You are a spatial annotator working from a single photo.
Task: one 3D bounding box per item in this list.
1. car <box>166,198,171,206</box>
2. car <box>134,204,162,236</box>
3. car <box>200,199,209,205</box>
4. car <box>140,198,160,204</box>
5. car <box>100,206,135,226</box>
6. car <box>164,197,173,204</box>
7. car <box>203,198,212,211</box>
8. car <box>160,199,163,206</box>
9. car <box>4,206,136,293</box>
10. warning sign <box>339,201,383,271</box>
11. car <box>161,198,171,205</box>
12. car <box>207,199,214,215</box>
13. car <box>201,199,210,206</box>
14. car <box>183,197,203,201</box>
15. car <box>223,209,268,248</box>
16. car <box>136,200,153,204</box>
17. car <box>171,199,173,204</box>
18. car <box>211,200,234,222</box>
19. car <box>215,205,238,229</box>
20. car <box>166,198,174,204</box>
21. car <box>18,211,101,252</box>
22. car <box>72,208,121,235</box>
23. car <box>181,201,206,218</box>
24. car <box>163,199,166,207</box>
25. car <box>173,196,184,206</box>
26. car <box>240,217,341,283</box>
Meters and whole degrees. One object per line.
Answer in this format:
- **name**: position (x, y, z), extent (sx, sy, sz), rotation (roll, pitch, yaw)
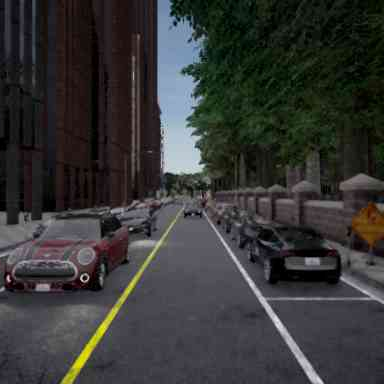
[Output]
- **car**: position (-5.750, 1.978, 64.271), extent (1.967, 1.590, 4.097), rotation (0, -1, 0)
- **car**: position (-3.086, 1.666, 19.460), extent (1.837, 1.490, 4.892), rotation (0, 0, 0)
- **car**: position (2.777, 2.199, 75.184), extent (1.947, 1.339, 4.313), rotation (0, -1, 0)
- **car**: position (-5.754, 1.665, 42.444), extent (2.192, 1.841, 5.009), rotation (0, 0, 0)
- **car**: position (-5.758, 1.797, 26.072), extent (1.802, 1.307, 4.206), rotation (0, 0, 0)
- **car**: position (-5.747, 2.122, 80.641), extent (1.967, 1.590, 4.097), rotation (0, -1, 0)
- **car**: position (2.772, 1.922, 48.072), extent (1.752, 1.417, 4.829), rotation (0, 0, 0)
- **car**: position (-5.753, 1.940, 47.899), extent (1.887, 1.381, 4.507), rotation (0, 0, 0)
- **car**: position (-3.097, 1.429, 9.228), extent (2.097, 1.767, 4.553), rotation (0, 0, 1)
- **warning sign**: position (5.069, 1.193, 9.454), extent (1.300, 1.860, 1.060), rotation (0, 0, 0)
- **car**: position (-5.748, 2.178, 75.184), extent (1.887, 1.381, 4.507), rotation (0, -1, 0)
- **car**: position (2.769, 1.699, 31.534), extent (1.967, 1.590, 4.097), rotation (0, 0, 0)
- **car**: position (2.776, 2.112, 69.898), extent (1.752, 1.417, 4.829), rotation (0, -1, 0)
- **car**: position (0.109, 1.872, 45.973), extent (2.128, 1.511, 4.902), rotation (0, 0, 0)
- **car**: position (2.765, 1.676, 15.164), extent (2.008, 1.369, 4.403), rotation (0, 0, 0)
- **car**: position (-5.755, 1.886, 36.986), extent (1.802, 1.307, 4.206), rotation (0, 0, 0)
- **car**: position (-5.749, 2.136, 69.727), extent (2.008, 1.369, 4.403), rotation (0, -1, 0)
- **car**: position (2.768, 1.655, 26.078), extent (1.967, 1.590, 4.097), rotation (0, 0, 0)
- **car**: position (2.766, 1.721, 20.620), extent (2.008, 1.369, 4.403), rotation (0, 0, 0)
- **car**: position (-5.746, 2.254, 85.927), extent (1.752, 1.417, 4.829), rotation (0, -1, 0)
- **car**: position (-5.760, 1.676, 15.158), extent (2.008, 1.369, 4.403), rotation (0, 0, 0)
- **car**: position (-5.759, 1.752, 20.615), extent (1.802, 1.307, 4.206), rotation (0, 0, 0)
- **car**: position (0.110, 1.879, 33.796), extent (1.895, 1.301, 4.718), rotation (0, 0, 0)
- **car**: position (-5.752, 1.987, 53.356), extent (1.887, 1.381, 4.507), rotation (0, 0, 0)
- **car**: position (-2.986, 2.136, 70.076), extent (1.994, 1.385, 4.181), rotation (0, -1, 0)
- **car**: position (2.764, 1.646, 9.707), extent (1.947, 1.339, 4.313), rotation (0, 0, 0)
